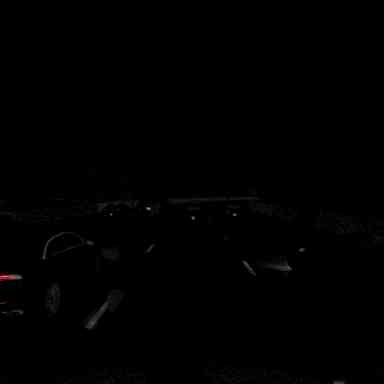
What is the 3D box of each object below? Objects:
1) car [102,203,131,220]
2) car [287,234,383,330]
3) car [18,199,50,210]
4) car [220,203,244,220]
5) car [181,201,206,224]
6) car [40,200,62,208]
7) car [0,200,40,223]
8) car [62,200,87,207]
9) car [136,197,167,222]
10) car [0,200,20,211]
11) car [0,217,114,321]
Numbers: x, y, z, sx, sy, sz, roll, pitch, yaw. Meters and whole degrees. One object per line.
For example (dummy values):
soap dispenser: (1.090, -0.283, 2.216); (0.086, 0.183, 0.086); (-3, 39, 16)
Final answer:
car: (-6.877, 1.738, 30.754); (2.128, 1.511, 4.902); (0, 0, 0)
car: (3.603, 1.605, 7.022); (2.033, 1.411, 5.357); (0, 0, 0)
car: (-23.688, 1.894, 50.137); (2.128, 1.511, 4.902); (0, -1, 5)
car: (3.620, 1.770, 30.435); (1.812, 1.442, 4.674); (0, 0, 0)
car: (0.112, 1.739, 26.561); (1.812, 1.442, 4.674); (0, 0, 1)
car: (-20.204, 1.891, 49.809); (2.128, 1.511, 4.902); (0, -1, 5)
car: (-6.898, 1.300, 9.720); (2.150, 2.045, 5.566); (0, -1, 0)
car: (-16.787, 1.954, 48.697); (1.994, 1.385, 4.181); (0, -1, 5)
car: (-3.391, 1.451, 28.659); (2.150, 2.045, 5.566); (0, 0, 0)
car: (-27.337, 1.913, 48.516); (1.812, 1.442, 4.674); (0, -1, 5)
car: (-3.398, 1.551, 7.372); (2.128, 1.511, 4.902); (0, 0, 0)
